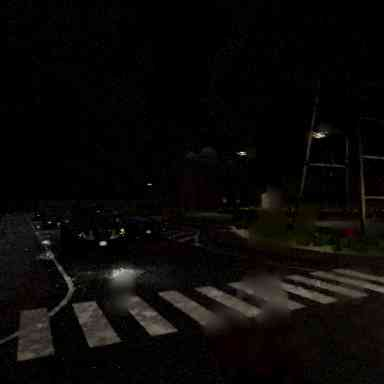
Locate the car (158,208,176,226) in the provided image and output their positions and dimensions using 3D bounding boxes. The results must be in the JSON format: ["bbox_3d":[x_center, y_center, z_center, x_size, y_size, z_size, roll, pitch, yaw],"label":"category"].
[{"bbox_3d":[-4.088,2.552,31.830,4.193,1.474,1.816,1,-2,-27],"label":"car"}]

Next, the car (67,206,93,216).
[{"bbox_3d":[-21.878,3.684,65.041,4.611,1.667,2.242,1,-2,-27],"label":"car"}]

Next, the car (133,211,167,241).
[{"bbox_3d":[-3.542,2.169,20.814,1.882,1.535,5.008,1,-2,-27],"label":"car"}]

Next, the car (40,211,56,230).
[{"bbox_3d":[-12.249,2.533,29.820,1.837,1.490,4.892,1,-2,-28],"label":"car"}]

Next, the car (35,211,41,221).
[{"bbox_3d":[-20.167,3.159,45.118,1.895,1.301,4.718,1,-2,-27],"label":"car"}]

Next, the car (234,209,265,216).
[{"bbox_3d":[6.797,2.729,38.788,3.905,1.438,1.784,1,-2,-27],"label":"car"}]

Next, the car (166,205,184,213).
[{"bbox_3d":[-3.673,3.210,58.677,4.605,1.855,1.932,1,-2,-27],"label":"car"}]

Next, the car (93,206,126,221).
[{"bbox_3d":[-10.777,2.770,43.549,3.866,1.878,1.905,1,-2,-27],"label":"car"}]

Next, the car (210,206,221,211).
[{"bbox_3d":[6.607,4.331,88.014,1.994,1.385,4.181,1,-2,-27],"label":"car"}]

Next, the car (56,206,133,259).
[{"bbox_3d":[-4.747,1.751,15.486,2.150,2.045,5.566,1,-2,-28],"label":"car"}]

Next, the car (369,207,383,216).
[{"bbox_3d":[27.375,2.860,46.959,1.837,1.490,4.892,1,-2,-27],"label":"car"}]
